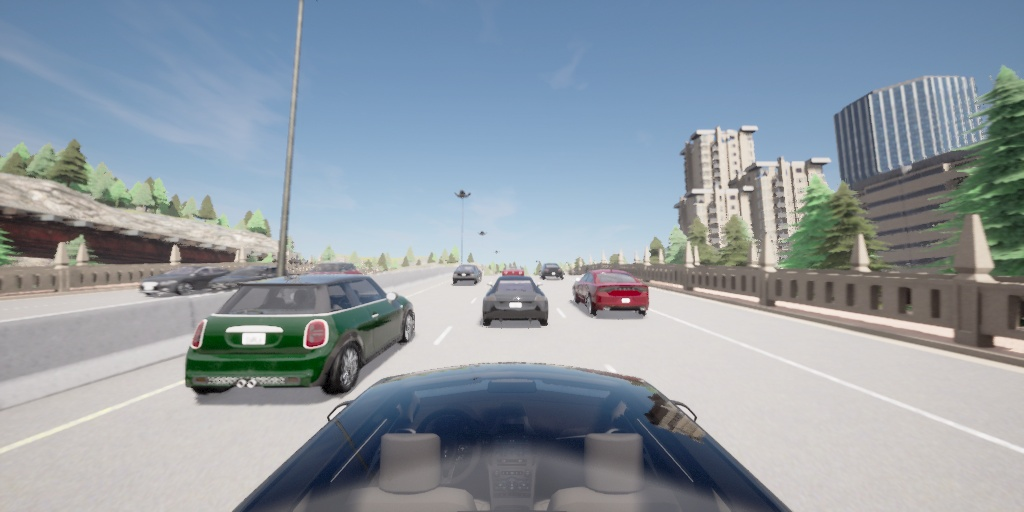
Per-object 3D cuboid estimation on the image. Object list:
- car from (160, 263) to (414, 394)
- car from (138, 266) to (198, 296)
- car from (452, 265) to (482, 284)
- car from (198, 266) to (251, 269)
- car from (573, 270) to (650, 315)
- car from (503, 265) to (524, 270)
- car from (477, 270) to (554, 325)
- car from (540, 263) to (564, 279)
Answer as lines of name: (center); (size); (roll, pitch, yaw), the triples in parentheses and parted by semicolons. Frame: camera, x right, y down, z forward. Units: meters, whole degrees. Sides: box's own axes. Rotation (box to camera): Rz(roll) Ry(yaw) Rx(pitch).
car: (-3.400, 1.117, 6.849); (2.097, 1.767, 4.553); (0, 0, 0)
car: (-17.598, 1.294, 19.819); (2.128, 1.511, 4.902); (0, 0, 0)
car: (-3.399, 1.373, 27.781); (2.033, 1.411, 5.357); (0, 0, 0)
car: (-14.098, 1.306, 19.685); (1.837, 1.490, 4.892); (0, 0, 0)
car: (3.600, 1.262, 13.809); (1.882, 1.535, 5.008); (0, 0, 0)
car: (0.101, 1.442, 31.745); (1.895, 1.301, 4.718); (0, 0, 0)
car: (0.100, 1.344, 12.010); (1.994, 1.385, 4.181); (0, 0, 0)
car: (3.601, 1.382, 33.331); (1.812, 1.442, 4.674); (0, -1, 0)
